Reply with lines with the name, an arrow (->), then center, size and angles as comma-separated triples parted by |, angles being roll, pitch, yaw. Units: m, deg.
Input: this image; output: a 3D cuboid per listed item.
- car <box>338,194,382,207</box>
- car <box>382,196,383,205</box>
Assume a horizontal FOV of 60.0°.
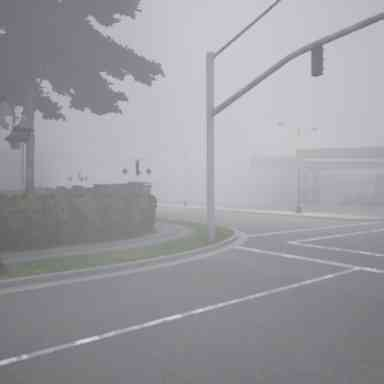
car -> 21.586, 1.083, 43.599 | 2.242, 1.667, 4.611 | 0, 0, -35
car -> 25.853, 1.216, 47.522 | 1.970, 1.475, 3.806 | 0, 0, -35
